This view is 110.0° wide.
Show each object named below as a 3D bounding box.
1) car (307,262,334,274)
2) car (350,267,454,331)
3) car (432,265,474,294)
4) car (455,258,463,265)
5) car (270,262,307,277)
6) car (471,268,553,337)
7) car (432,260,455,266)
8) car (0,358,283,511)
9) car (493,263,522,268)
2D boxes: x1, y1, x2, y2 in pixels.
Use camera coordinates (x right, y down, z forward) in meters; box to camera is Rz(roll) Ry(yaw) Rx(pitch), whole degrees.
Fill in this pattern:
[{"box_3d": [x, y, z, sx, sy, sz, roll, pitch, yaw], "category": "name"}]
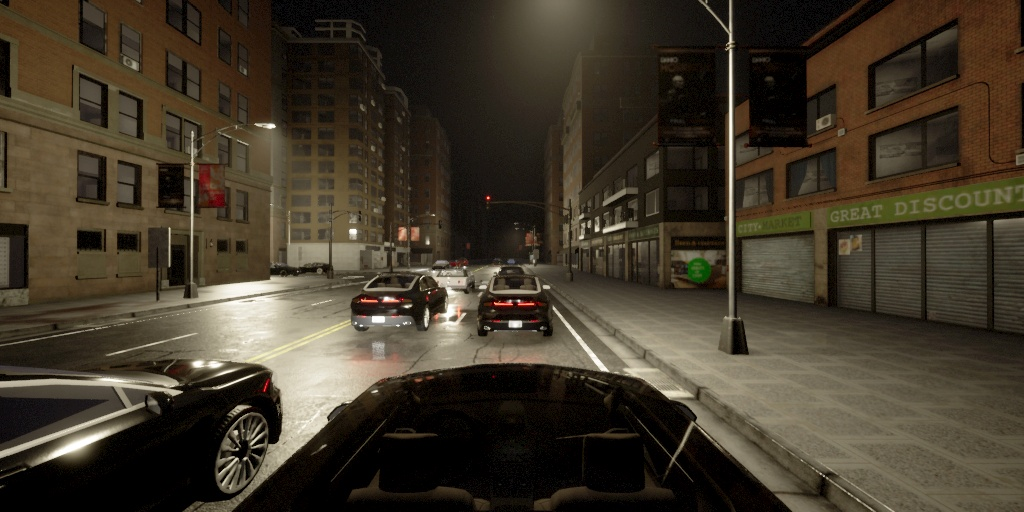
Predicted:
[{"box_3d": [-22.229, 1.347, 40.000, 4.313, 1.339, 1.948, 0, 0, 0], "category": "car"}, {"box_3d": [-3.170, 1.256, 10.926, 1.837, 1.490, 4.892, 0, 0, 0], "category": "car"}, {"box_3d": [-3.190, 1.354, 20.238, 1.895, 1.301, 4.718, 0, 0, 0], "category": "car"}, {"box_3d": [-9.950, 1.377, 60.496, 1.895, 1.301, 4.718, 0, 0, 0], "category": "car"}, {"box_3d": [-22.611, 1.316, 34.519, 4.181, 1.385, 1.994, 0, 0, 0], "category": "car"}, {"box_3d": [0.081, 1.256, 10.335, 1.837, 1.490, 4.892, 0, 0, 0], "category": "car"}, {"box_3d": [-9.951, 1.316, 50.897, 2.033, 1.411, 5.357, 0, 0, 0], "category": "car"}, {"box_3d": [-3.153, 1.242, 1.538, 2.128, 1.511, 4.902, 0, 0, 0], "category": "car"}, {"box_3d": [-0.036, 1.278, 19.592, 1.812, 1.442, 4.674, 0, 0, 0], "category": "car"}]
